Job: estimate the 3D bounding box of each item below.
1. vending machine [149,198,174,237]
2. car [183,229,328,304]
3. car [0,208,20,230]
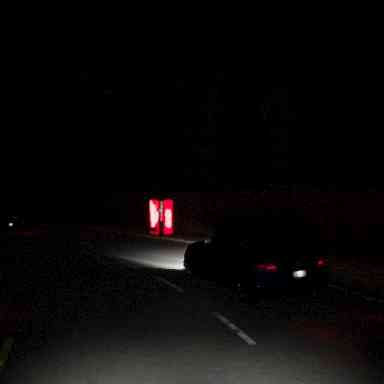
[{"bbox_3d":[-1.710,1.410,18.690,0.880,2.100,1.100,-1,-1,41],"label":"vending machine"},{"bbox_3d":[1.350,1.655,8.575,1.994,1.385,4.181,0,-1,-25],"label":"car"},{"bbox_3d":[-13.515,1.806,22.150,4.892,1.490,1.837,-1,-1,30],"label":"car"}]
